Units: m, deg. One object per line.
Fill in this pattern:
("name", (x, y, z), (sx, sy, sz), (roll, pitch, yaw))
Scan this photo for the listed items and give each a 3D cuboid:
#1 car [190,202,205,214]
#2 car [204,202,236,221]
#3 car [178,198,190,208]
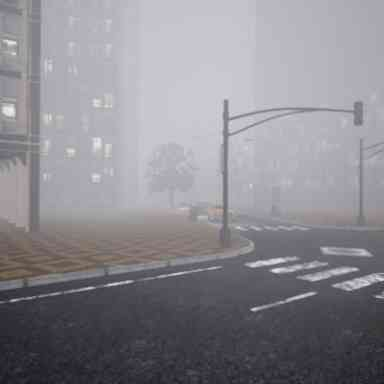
("car", (1.476, 1.951, 41.069), (2.128, 1.511, 4.902), (0, 0, -7))
("car", (2.726, 1.824, 31.011), (1.882, 1.535, 5.008), (0, -1, -7))
("car", (-1.064, 2.279, 62.038), (1.994, 1.385, 4.181), (0, -1, -6))
